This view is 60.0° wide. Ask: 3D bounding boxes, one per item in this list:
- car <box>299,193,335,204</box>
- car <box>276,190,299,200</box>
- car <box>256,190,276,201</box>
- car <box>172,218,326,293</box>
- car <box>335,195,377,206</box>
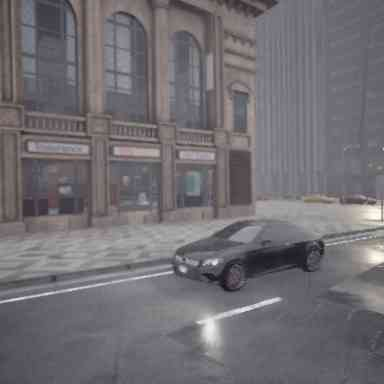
[{"bbox_3d":[18.091,0.963,47.142,1.752,1.417,4.829,-1,1,-36],"label":"car"},{"bbox_3d":[18.320,0.730,61.388,1.947,1.339,4.313,-1,1,-36],"label":"car"},{"bbox_3d":[11.407,0.887,56.401,1.887,1.381,4.507,-1,1,-36],"label":"car"},{"bbox_3d":[1.694,1.468,8.883,4.674,1.442,1.812,-1,0,-35],"label":"car"},{"bbox_3d":[21.284,1.025,42.719,1.887,1.381,4.507,-1,1,-36],"label":"car"}]
